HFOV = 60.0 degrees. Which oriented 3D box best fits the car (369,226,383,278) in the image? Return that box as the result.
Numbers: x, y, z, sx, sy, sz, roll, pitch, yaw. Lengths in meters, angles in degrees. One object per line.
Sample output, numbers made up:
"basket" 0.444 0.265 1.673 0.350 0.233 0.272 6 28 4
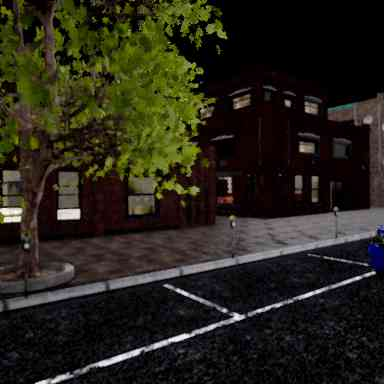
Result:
"car" 6.658 1.031 8.282 5.566 2.045 2.150 -1 1 -36
